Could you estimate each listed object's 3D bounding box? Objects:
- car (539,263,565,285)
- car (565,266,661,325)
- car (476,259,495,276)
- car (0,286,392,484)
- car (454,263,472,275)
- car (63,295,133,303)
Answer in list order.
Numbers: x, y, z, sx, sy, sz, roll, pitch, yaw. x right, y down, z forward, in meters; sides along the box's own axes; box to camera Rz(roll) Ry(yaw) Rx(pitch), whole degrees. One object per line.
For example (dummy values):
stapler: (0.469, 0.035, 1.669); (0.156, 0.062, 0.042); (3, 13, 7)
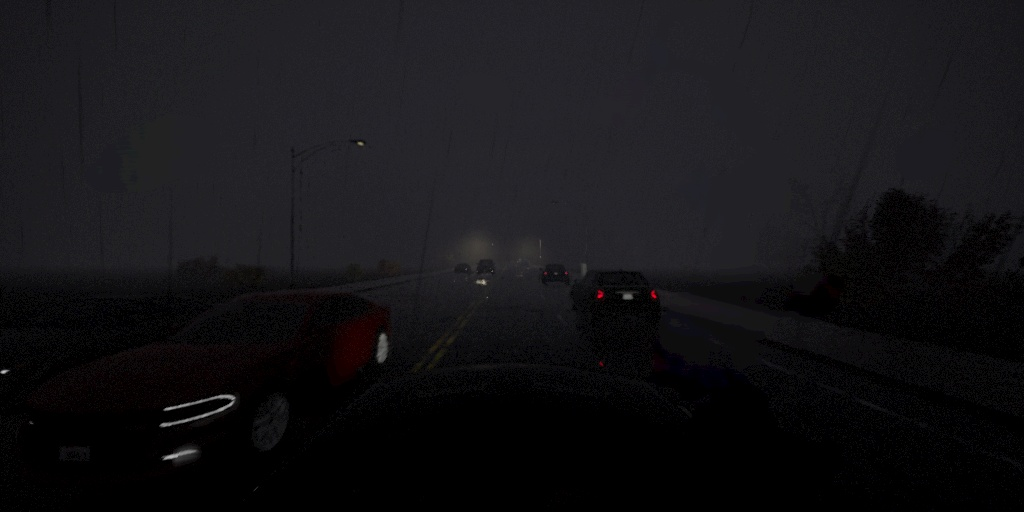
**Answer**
car: (3.354, 1.380, 29.375); (2.097, 1.767, 4.553); (0, -1, 0)
car: (3.351, 1.210, 12.496); (2.097, 1.767, 4.553); (0, -1, 0)
car: (-3.327, 1.420, 46.404); (2.150, 2.045, 5.566); (0, -1, 0)
car: (-3.350, 1.263, 5.248); (1.882, 1.535, 5.008); (0, -1, 0)
car: (-6.570, 1.695, 48.228); (1.882, 1.535, 5.008); (0, -1, 0)
car: (-6.600, 1.356, 5.891); (1.994, 1.385, 4.181); (0, -1, 0)
